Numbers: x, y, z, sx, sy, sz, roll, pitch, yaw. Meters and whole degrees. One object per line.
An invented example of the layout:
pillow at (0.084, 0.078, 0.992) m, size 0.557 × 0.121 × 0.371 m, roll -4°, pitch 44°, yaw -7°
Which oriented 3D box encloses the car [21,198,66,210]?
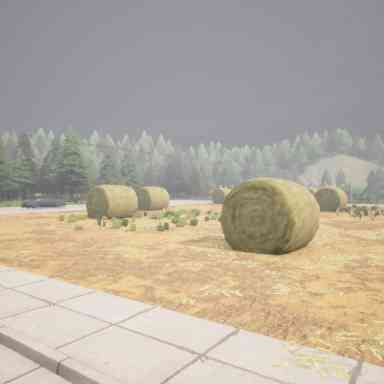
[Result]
car at (-18.936, 1.451, 42.714) m, size 2.033 × 1.411 × 5.357 m, roll 0°, pitch 0°, yaw 37°
